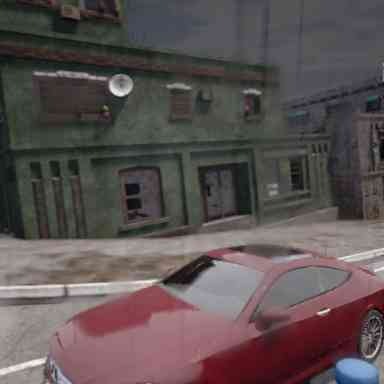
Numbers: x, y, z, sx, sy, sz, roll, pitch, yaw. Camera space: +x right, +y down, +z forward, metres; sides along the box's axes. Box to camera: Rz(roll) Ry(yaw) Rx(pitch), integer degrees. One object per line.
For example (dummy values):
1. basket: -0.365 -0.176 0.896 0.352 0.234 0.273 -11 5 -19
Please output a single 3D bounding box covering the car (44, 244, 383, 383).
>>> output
1. car: 0.705 1.457 4.162 4.674 1.442 1.812 0 1 -36
